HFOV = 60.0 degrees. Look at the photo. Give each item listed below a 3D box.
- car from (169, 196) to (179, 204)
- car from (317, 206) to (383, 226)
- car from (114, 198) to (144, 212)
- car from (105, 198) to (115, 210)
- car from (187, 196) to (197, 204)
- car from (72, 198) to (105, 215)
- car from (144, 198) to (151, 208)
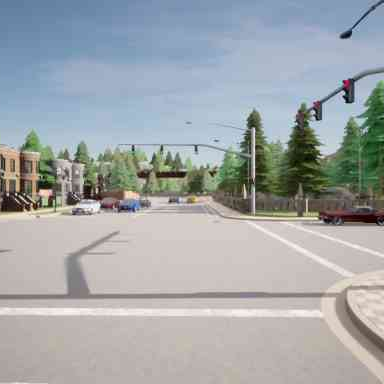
[{"bbox_3d":[-3.518,1.491,64.867,2.128,1.511,4.902,0,0,0],"label":"car"},{"bbox_3d":[11.148,1.601,22.799,4.718,1.301,1.895,0,0,2],"label":"car"},{"bbox_3d":[-7.163,1.477,38.265,1.882,1.535,5.008,0,0,0],"label":"car"},{"bbox_3d":[-10.664,1.477,42.979,1.882,1.535,5.008,0,0,0],"label":"car"},{"bbox_3d":[-0.016,1.477,64.817,1.882,1.535,5.008,0,0,0],"label":"car"},{"bbox_3d":[-10.656,1.526,33.926,1.812,1.442,4.674,0,0,0],"label":"car"},{"bbox_3d":[-7.153,1.564,48.253,1.994,1.385,4.181,0,0,0],"label":"car"}]
